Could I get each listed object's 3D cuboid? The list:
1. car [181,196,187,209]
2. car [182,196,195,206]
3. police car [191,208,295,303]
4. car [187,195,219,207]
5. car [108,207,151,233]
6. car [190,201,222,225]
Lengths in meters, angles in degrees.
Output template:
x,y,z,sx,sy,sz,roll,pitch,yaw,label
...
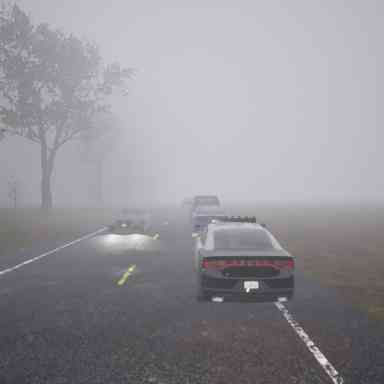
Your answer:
x,y,z,sx,sy,sz,roll,pitch,yaw,label
-0.373,1.384,45.827,2.097,1.767,4.553,0,0,0,car
-0.645,1.539,58.877,2.128,1.511,4.902,0,0,-1,car
1.033,1.427,8.419,1.930,1.638,5.238,0,0,0,police car
0.930,1.234,24.355,2.150,2.045,5.566,0,0,-1,car
-3.591,1.571,19.583,1.994,1.385,4.181,0,0,0,car
0.978,1.484,18.319,1.882,1.535,5.008,0,0,0,car
